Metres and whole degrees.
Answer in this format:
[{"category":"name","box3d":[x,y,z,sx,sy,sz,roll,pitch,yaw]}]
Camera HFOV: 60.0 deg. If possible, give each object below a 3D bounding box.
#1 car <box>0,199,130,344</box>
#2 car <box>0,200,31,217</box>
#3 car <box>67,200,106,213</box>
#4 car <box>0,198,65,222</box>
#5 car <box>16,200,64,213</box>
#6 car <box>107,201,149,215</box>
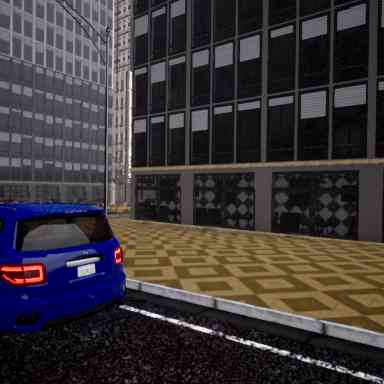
[{"category":"car","box3d":[-3.716,1.218,6.333,5.566,2.045,2.150,0,0,35]},{"category":"car","box3d":[-18.860,1.616,32.917,1.837,1.490,4.892,1,0,36]},{"category":"car","box3d":[-12.948,1.762,40.937,1.994,1.385,4.181,1,0,36]},{"category":"car","box3d":[-14.162,1.519,29.541,2.192,1.841,5.009,1,0,36]},{"category":"car","box3d":[-17.659,1.643,38.916,1.752,1.417,4.829,1,0,36]},{"category":"car","box3d":[-7.364,1.830,38.752,1.752,1.417,4.829,1,0,36]}]
